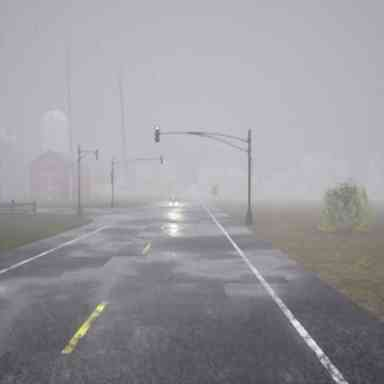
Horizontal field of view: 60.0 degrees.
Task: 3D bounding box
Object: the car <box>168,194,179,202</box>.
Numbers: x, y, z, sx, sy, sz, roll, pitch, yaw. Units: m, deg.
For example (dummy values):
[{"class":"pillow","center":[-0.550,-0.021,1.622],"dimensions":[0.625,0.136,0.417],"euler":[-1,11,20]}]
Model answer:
[{"class":"car","center":[-3.489,1.119,63.850],"dimensions":[2.128,1.511,4.902],"euler":[0,1,0]}]
